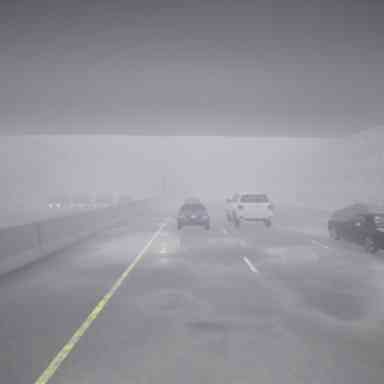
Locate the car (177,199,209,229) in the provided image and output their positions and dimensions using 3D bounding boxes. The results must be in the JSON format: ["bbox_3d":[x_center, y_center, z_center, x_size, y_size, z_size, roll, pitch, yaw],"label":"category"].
[{"bbox_3d":[0.071,1.382,20.268,2.033,1.411,5.357,0,0,0],"label":"car"}]

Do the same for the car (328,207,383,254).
[{"bbox_3d":[7.082,1.495,12.978,1.895,1.301,4.718,0,0,0],"label":"car"}]

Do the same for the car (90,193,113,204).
[{"bbox_3d":[-14.110,0.984,53.168,2.097,1.767,4.553,0,0,0],"label":"car"}]

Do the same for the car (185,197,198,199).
[{"bbox_3d":[0.025,1.244,39.253,1.994,1.385,4.181,0,0,0],"label":"car"}]

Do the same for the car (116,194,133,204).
[{"bbox_3d":[-10.610,1.097,53.148,1.812,1.442,4.674,0,0,0],"label":"car"}]

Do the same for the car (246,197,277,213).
[{"bbox_3d":[7.039,1.268,34.356,2.033,1.411,5.357,0,0,0],"label":"car"}]

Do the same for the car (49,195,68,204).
[{"bbox_3d":[-21.110,1.159,53.122,1.994,1.385,4.181,0,0,0],"label":"car"}]

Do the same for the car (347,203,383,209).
[{"bbox_3d":[10.570,1.381,20.478,2.033,1.411,5.357,0,0,0],"label":"car"}]

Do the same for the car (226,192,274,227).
[{"bbox_3d":[3.572,1.043,21.475,2.150,2.045,5.566,0,0,-1],"label":"car"}]

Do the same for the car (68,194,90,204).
[{"bbox_3d":[-17.610,1.122,53.130,1.837,1.490,4.892,0,0,0],"label":"car"}]
